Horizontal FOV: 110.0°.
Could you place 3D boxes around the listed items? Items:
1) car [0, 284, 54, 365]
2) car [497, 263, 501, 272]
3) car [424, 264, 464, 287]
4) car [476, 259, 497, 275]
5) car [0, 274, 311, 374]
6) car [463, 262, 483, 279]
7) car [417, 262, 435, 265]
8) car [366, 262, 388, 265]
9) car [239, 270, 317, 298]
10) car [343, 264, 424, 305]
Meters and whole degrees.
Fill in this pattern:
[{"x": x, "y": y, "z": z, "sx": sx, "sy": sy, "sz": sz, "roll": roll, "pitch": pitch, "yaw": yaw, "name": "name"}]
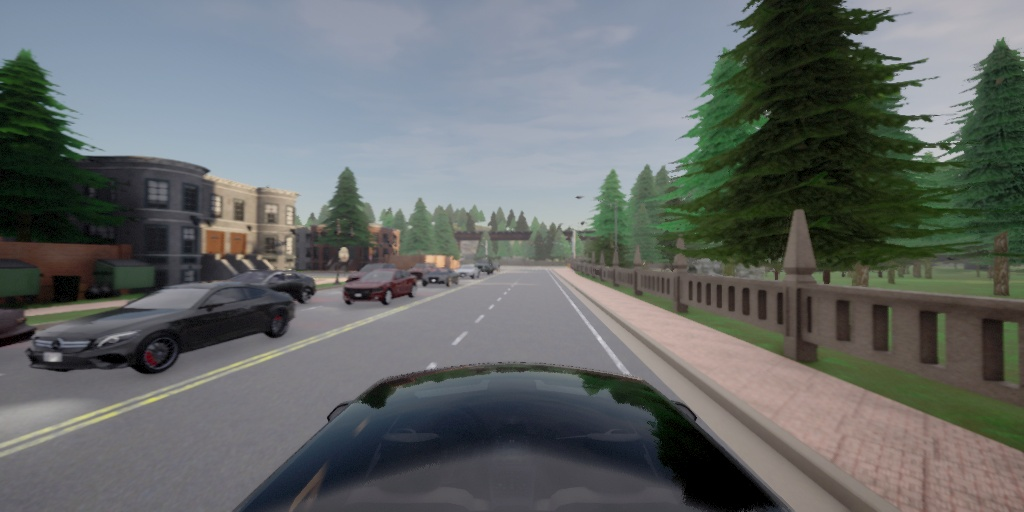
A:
[{"x": -10.504, "y": 1.260, "z": 4.663, "sx": 2.033, "sy": 1.411, "sz": 5.357, "roll": 0, "pitch": -1, "yaw": 4, "name": "car"}, {"x": -2.952, "y": 1.816, "z": 58.209, "sx": 1.837, "sy": 1.490, "sz": 4.892, "roll": 0, "pitch": -1, "yaw": 5, "name": "car"}, {"x": -5.306, "y": 1.540, "z": 27.036, "sx": 1.994, "sy": 1.385, "sz": 4.181, "roll": 0, "pitch": -1, "yaw": 5, "name": "car"}, {"x": -3.772, "y": 1.417, "z": 47.496, "sx": 2.150, "sy": 2.045, "sz": 5.566, "roll": 0, "pitch": -1, "yaw": 5, "name": "car"}, {"x": -6.761, "y": 1.294, "z": 7.741, "sx": 1.812, "sy": 1.442, "sz": 4.674, "roll": 0, "pitch": -1, "yaw": 4, "name": "car"}, {"x": -4.560, "y": 1.610, "z": 37.092, "sx": 1.812, "sy": 1.442, "sz": 4.674, "roll": 0, "pitch": -1, "yaw": 4, "name": "car"}, {"x": -8.310, "y": 1.379, "z": 33.892, "sx": 2.097, "sy": 1.767, "sz": 4.553, "roll": 0, "pitch": -1, "yaw": 4, "name": "car"}, {"x": -9.058, "y": 1.271, "z": 23.935, "sx": 2.097, "sy": 1.767, "sz": 4.553, "roll": 0, "pitch": -1, "yaw": 4, "name": "car"}, {"x": -9.798, "y": 1.305, "z": 14.119, "sx": 2.128, "sy": 1.511, "sz": 4.902, "roll": 0, "pitch": -1, "yaw": 4, "name": "car"}, {"x": -6.063, "y": 1.346, "z": 17.049, "sx": 1.882, "sy": 1.535, "sz": 5.008, "roll": 0, "pitch": -1, "yaw": 4, "name": "car"}]
